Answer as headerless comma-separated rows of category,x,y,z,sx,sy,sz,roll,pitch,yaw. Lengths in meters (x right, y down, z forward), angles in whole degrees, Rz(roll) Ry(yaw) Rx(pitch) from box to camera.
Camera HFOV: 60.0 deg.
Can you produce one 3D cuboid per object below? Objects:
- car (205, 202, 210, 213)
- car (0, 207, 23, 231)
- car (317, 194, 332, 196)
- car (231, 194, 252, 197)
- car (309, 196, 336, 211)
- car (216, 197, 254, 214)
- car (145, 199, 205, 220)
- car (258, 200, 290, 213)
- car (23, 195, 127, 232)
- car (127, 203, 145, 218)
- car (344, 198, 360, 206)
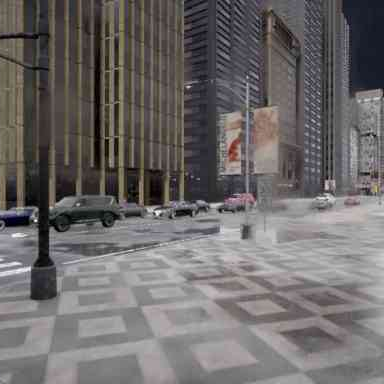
car,0.243,1.552,36.260,1.812,1.442,4.674,0,0,36
car,-10.796,1.602,20.819,1.895,1.301,4.718,0,0,35
car,22.420,1.299,55.793,2.150,2.045,5.566,0,0,36
car,6.378,1.263,44.787,2.150,2.045,5.566,0,0,37
car,16.264,1.611,41.589,2.033,1.411,5.357,0,0,36
car,4.784,1.585,37.017,2.033,1.411,5.357,0,0,35
car,-1.323,1.514,28.487,2.128,1.511,4.902,0,0,36
car,9.266,1.595,37.380,2.033,1.411,5.357,0,0,36
car,-6.994,1.232,20.549,2.150,2.045,5.566,0,0,36
car,-5.672,1.576,27.992,1.994,1.385,4.181,0,0,35
car,27.967,1.658,57.969,1.994,1.385,4.181,0,0,35
